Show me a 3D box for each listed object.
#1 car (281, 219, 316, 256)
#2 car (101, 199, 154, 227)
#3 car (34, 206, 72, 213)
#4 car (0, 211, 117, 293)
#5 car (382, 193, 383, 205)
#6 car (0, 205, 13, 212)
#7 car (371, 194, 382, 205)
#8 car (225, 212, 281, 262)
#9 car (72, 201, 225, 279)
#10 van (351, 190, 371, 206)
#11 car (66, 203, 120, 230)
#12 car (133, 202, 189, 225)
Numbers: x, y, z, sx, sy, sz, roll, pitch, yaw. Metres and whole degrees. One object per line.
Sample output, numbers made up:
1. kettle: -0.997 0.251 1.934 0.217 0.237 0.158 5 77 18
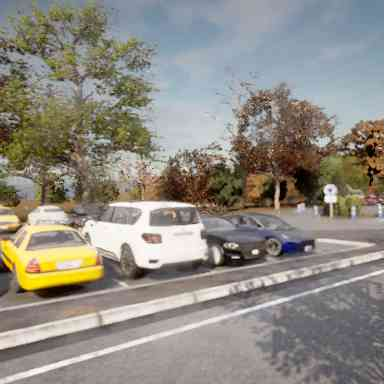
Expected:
1. car: 2.817 1.624 13.898 2.163 1.488 4.792 0 0 -35
2. car: -4.845 1.462 24.574 2.185 1.767 4.553 0 0 -35
3. car: -9.256 1.601 21.429 2.002 1.452 4.674 0 0 -35
4. car: -4.118 1.550 9.281 1.946 1.575 5.366 0 0 -35
5. car: 23.911 0.975 45.088 2.002 1.452 4.674 0 0 -35
6. car: -11.416 1.545 19.686 1.946 1.575 5.366 0 0 -35
7. car: 21.632 0.982 43.487 2.002 1.452 4.674 0 0 -35
8. car: 0.526 1.581 12.329 2.097 1.535 5.008 0 0 -35
9. car: -1.756 1.316 10.751 2.435 2.045 5.566 0 0 -35
10. van: 19.517 0.725 41.844 1.878 1.987 4.442 0 1 -35
11. car: -6.975 1.604 23.002 2.163 1.488 4.792 0 0 -35
12. car: -2.558 1.601 26.139 2.097 1.535 5.008 0 0 -35
